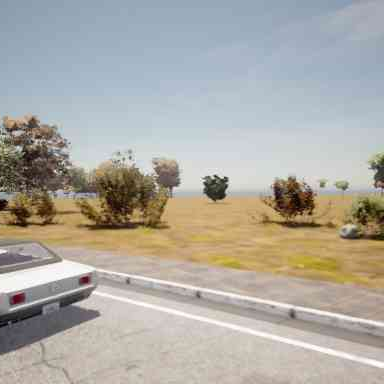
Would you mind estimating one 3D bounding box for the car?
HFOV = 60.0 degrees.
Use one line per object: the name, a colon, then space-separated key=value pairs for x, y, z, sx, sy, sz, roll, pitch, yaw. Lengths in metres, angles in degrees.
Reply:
car: x=-4.149 y=1.594 z=6.607 sx=4.718 sy=1.301 sz=1.895 roll=0 pitch=0 yaw=33
